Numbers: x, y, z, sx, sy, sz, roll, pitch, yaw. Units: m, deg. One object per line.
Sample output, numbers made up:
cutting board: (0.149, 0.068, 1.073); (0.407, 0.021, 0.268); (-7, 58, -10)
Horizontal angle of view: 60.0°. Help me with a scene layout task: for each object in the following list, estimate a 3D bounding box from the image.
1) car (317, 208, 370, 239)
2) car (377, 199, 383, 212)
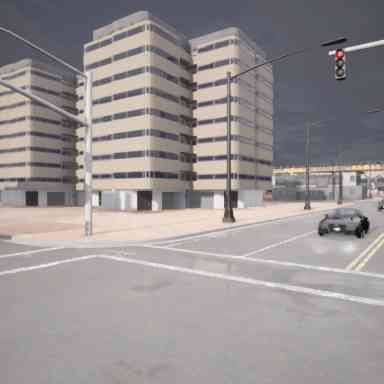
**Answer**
car: (8.015, 1.569, 17.415); (1.994, 1.385, 4.181); (0, 0, 35)
car: (22.110, 1.487, 37.346); (2.128, 1.511, 4.902); (0, 0, 35)
